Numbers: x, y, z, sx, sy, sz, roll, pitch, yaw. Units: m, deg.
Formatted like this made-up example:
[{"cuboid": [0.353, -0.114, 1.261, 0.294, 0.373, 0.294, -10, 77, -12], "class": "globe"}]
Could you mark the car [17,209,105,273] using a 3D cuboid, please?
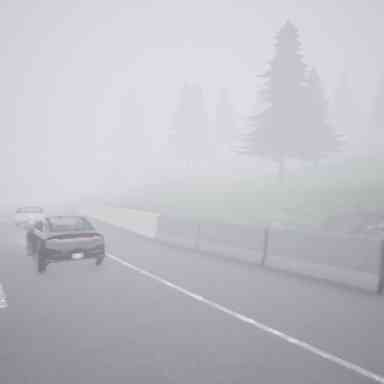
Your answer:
[{"cuboid": [-4.338, 1.526, 11.037, 2.128, 1.511, 4.902, 0, 0, -31], "class": "car"}]

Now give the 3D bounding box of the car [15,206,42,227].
[{"cuboid": [-11.649, 1.685, 23.968, 1.895, 1.301, 4.718, 0, 0, -27], "class": "car"}]
